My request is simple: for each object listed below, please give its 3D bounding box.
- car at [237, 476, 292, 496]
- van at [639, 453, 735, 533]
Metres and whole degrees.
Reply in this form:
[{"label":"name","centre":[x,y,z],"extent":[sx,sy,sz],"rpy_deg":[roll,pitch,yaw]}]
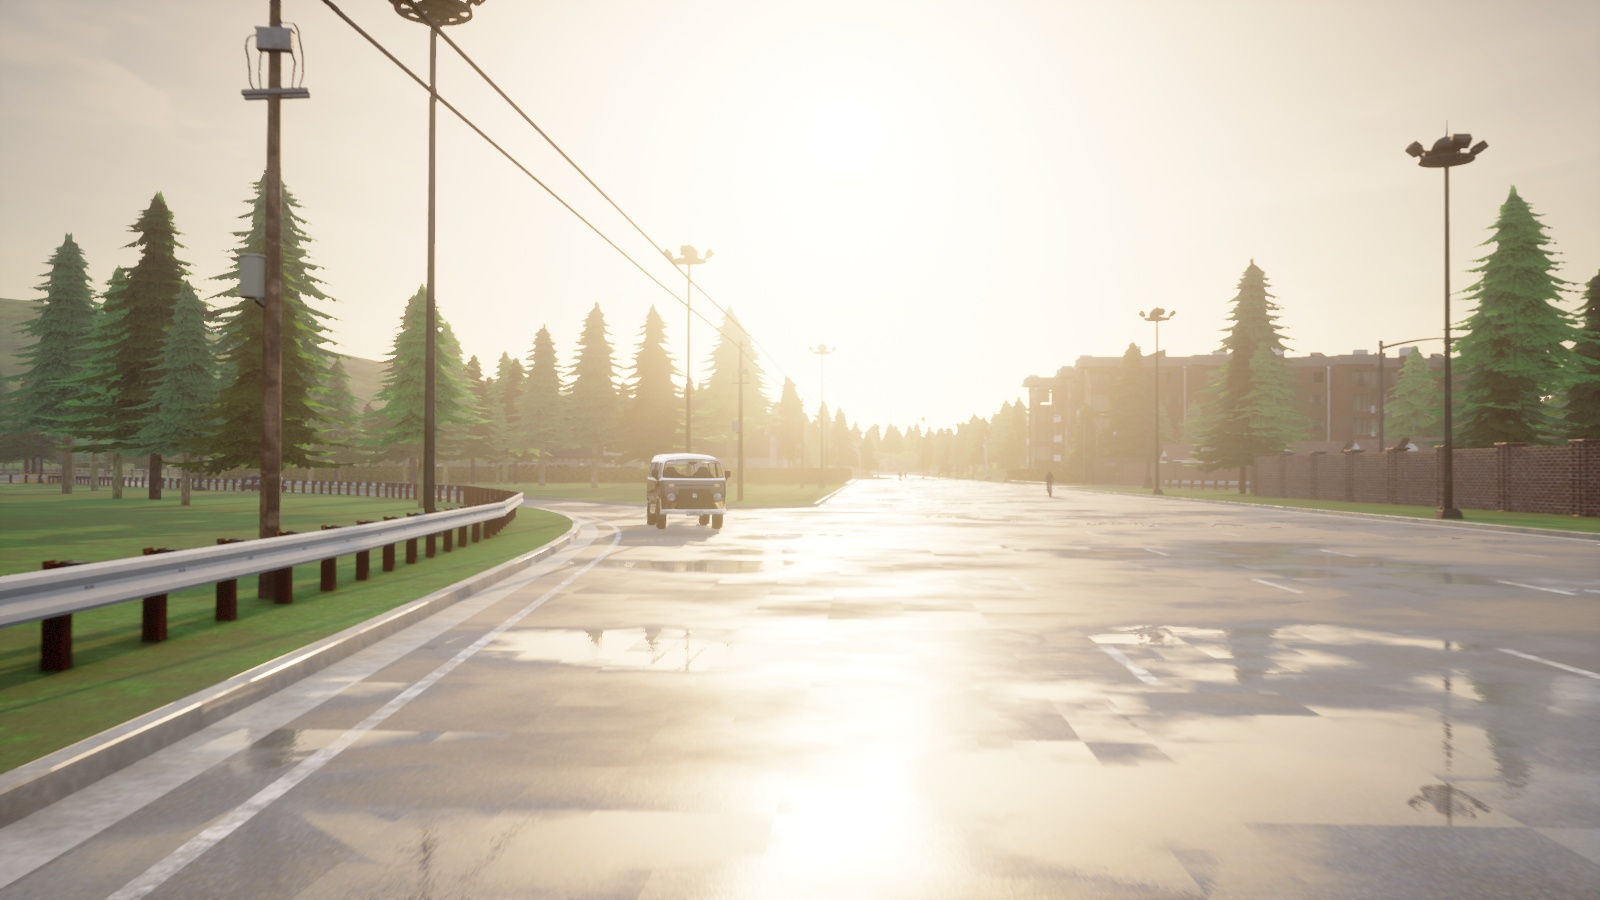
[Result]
[{"label":"car","centre":[-37.561,2.516,88.056],"extent":[4.181,1.385,1.994],"rpy_deg":[-1,-1,43]},{"label":"van","centre":[-3.179,1.128,34.432],"extent":[2.069,2.038,4.480],"rpy_deg":[0,-1,-12]}]
